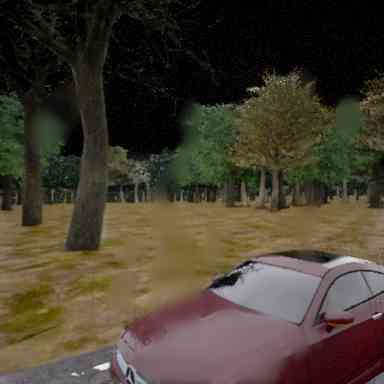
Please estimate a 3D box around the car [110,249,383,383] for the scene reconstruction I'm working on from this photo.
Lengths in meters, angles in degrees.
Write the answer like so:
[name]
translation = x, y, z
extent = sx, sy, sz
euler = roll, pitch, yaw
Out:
[car]
translation = 1.326, 1.543, 4.243
extent = 4.674, 1.442, 1.812
euler = 0, 0, -36
